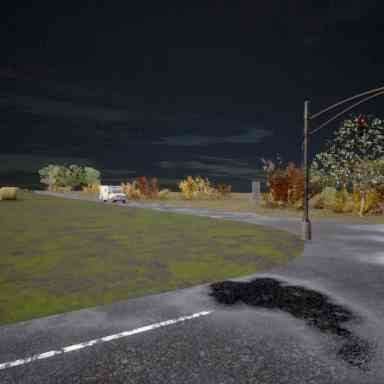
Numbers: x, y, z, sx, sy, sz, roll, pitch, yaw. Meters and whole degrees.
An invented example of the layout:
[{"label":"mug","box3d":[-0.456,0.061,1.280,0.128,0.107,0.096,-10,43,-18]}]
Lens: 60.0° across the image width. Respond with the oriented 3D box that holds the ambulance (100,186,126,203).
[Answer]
[{"label":"ambulance","box3d":[-11.912,0.341,50.044,2.351,2.431,6.366,2,0,-32]}]
